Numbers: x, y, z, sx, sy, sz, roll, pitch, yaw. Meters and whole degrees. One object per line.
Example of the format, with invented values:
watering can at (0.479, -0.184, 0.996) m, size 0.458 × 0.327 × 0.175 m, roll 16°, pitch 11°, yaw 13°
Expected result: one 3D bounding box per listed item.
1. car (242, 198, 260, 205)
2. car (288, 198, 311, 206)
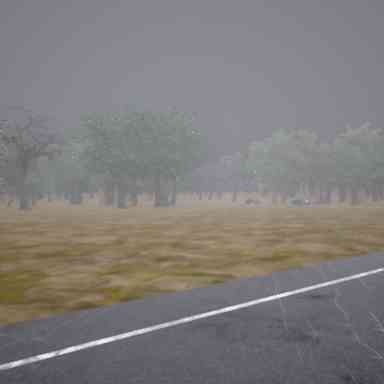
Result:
car at (14.267, 2.262, 80.284) m, size 1.837 × 1.490 × 4.892 m, roll 2°, pitch -2°, yaw -33°
car at (22.060, 2.061, 68.451) m, size 1.837 × 1.490 × 4.892 m, roll 2°, pitch -2°, yaw -33°
